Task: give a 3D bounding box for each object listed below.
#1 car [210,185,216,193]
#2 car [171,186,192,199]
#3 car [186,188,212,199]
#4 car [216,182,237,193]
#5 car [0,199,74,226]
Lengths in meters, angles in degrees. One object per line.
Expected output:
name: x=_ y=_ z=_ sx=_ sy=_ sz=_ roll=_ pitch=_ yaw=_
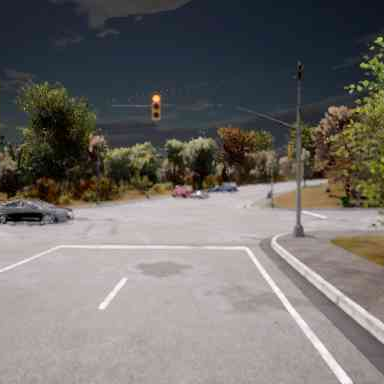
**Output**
car: x=4.918 y=-0.683 z=71.292 sx=1.812 sy=1.442 sz=4.674 roll=0 pitch=4 yaw=28
car: x=-1.584 y=0.016 z=57.104 sx=2.150 sy=2.045 sz=5.566 roll=0 pitch=3 yaw=21
car: x=1.259 y=0.474 z=54.772 sx=1.895 sy=1.301 sz=4.718 roll=0 pitch=3 yaw=21
car: x=7.550 y=-0.889 z=68.813 sx=2.150 sy=2.045 sz=5.566 roll=0 pitch=4 yaw=28
car: x=-9.703 y=1.219 z=20.192 sx=4.902 sy=1.511 sz=2.128 roll=0 pitch=1 yaw=3
